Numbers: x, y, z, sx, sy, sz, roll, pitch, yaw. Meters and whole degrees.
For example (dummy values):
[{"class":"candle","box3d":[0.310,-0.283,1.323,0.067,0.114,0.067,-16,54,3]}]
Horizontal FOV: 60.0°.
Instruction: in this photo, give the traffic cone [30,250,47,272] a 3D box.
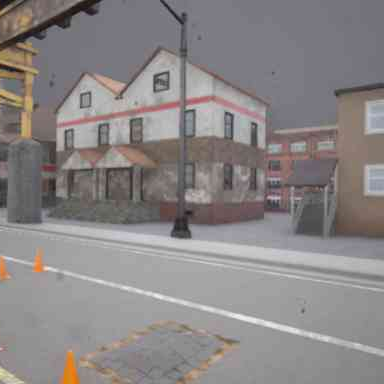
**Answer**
[{"class":"traffic cone","box3d":[-4.353,1.940,9.452,0.340,0.580,0.340,0,0,36]}]

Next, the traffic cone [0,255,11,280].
[{"class":"traffic cone","box3d":[-4.944,1.936,8.645,0.340,0.580,0.340,0,0,36]}]

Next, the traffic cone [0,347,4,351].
[{"class":"traffic cone","box3d":[-2.895,1.947,4.670,0.340,0.580,0.340,0,0,36]}]

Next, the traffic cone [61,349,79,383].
[{"class":"traffic cone","box3d":[-1.281,1.955,3.490,0.340,0.580,0.340,0,0,36]}]
